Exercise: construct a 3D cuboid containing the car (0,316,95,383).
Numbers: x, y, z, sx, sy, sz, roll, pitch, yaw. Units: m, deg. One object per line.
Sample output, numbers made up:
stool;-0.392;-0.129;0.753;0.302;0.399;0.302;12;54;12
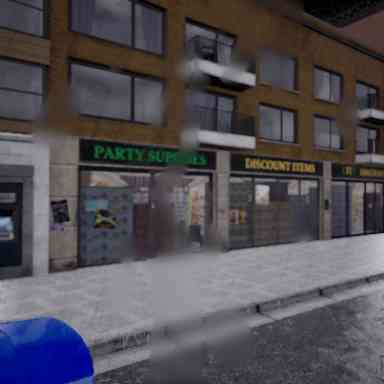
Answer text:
car;-2.898;1.476;1.320;5.008;1.535;1.882;1;-1;-34
